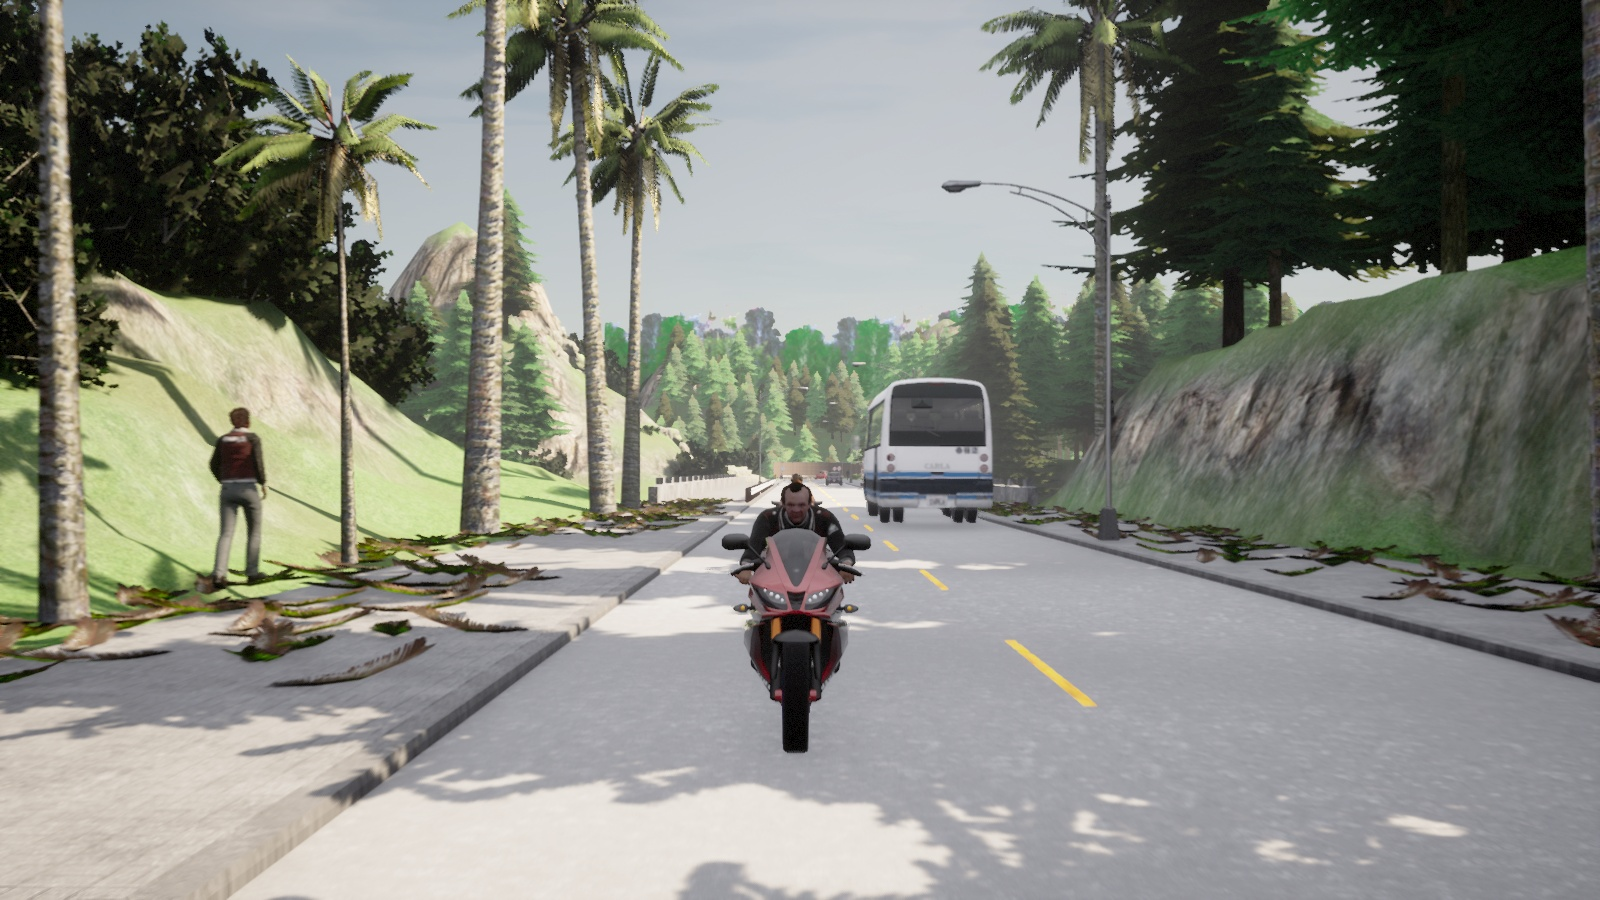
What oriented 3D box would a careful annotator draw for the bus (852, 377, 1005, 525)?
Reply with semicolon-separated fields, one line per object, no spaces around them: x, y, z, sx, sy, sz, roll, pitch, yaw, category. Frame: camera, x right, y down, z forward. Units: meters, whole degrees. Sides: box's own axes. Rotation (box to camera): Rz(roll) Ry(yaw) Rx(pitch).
3.906;0.115;41.350;3.944;4.253;10.273;0;-1;0;bus

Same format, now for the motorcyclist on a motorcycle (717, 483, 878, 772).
-0.017;0.981;7.860;0.866;1.530;2.191;0;-1;0;motorcyclist on a motorcycle

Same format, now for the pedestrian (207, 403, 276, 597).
-5.719;0.505;12.884;0.402;1.930;0.666;0;-1;0;pedestrian
